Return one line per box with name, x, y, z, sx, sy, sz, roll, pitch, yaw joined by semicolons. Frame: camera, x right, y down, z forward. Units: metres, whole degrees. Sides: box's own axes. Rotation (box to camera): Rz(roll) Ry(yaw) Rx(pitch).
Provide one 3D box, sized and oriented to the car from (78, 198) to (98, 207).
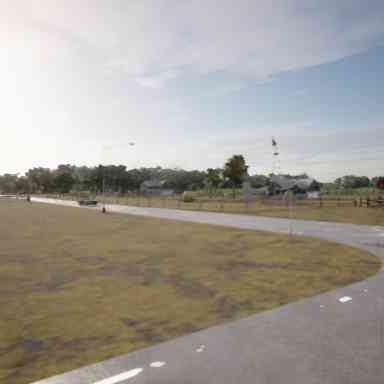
car;-16.202;1.519;51.703;1.895;1.301;4.718;-2;1;-35
